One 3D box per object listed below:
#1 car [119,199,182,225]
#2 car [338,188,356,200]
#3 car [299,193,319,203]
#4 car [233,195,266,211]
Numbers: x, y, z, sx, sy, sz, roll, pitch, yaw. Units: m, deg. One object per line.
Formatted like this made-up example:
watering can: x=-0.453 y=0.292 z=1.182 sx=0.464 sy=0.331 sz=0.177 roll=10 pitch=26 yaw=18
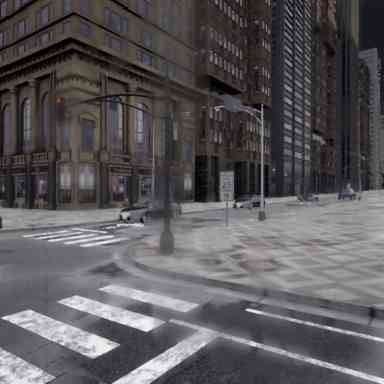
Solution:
car: x=-2.618 y=1.234 z=21.994 sx=2.128 sy=1.511 sz=4.902 roll=0 pitch=1 yaw=36
car: x=27.002 y=0.359 z=57.879 sx=2.150 sy=2.045 sz=5.566 roll=0 pitch=1 yaw=36
car: x=17.762 y=0.845 z=50.302 sx=1.994 sy=1.385 sz=4.181 roll=0 pitch=1 yaw=36
car: x=5.903 y=1.034 z=33.894 sx=2.128 sy=1.511 sz=4.902 roll=0 pitch=1 yaw=36
